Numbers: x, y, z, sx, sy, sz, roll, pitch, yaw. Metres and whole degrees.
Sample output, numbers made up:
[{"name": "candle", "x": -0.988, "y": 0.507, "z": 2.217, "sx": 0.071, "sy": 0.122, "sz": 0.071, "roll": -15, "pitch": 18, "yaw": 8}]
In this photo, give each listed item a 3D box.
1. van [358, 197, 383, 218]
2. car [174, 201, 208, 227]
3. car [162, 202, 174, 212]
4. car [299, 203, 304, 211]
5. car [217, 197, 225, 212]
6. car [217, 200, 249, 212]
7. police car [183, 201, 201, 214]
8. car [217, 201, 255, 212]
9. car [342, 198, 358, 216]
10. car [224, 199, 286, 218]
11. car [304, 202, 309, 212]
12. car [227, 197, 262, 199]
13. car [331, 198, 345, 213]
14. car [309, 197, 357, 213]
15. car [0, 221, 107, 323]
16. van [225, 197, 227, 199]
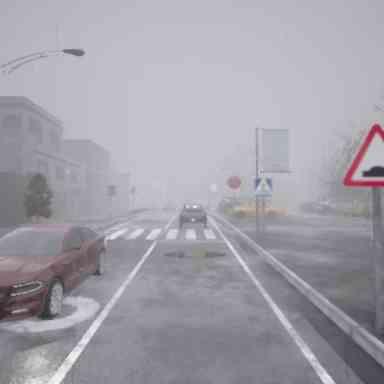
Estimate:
[{"name": "van", "x": 18.406, "y": 1.428, "z": 31.036, "sx": 4.442, "sy": 1.987, "sz": 1.878, "roll": 0, "pitch": -1, "yaw": -1}, {"name": "car", "x": 0.066, "y": 1.560, "z": 23.319, "sx": 2.128, "sy": 1.511, "sz": 4.902, "roll": 0, "pitch": 0, "yaw": 0}, {"name": "car", "x": -3.452, "y": 2.278, "z": 50.950, "sx": 1.837, "sy": 1.490, "sz": 4.892, "roll": 0, "pitch": -3, "yaw": 0}, {"name": "car", "x": 18.323, "y": 1.830, "z": 47.668, "sx": 5.566, "sy": 2.045, "sz": 2.435, "roll": 0, "pitch": -2, "yaw": -1}, {"name": "car", "x": 6.163, "y": 1.701, "z": 43.722, "sx": 5.566, "sy": 2.045, "sz": 2.435, "roll": 0, "pitch": -2, "yaw": -1}, {"name": "car", "x": 6.086, "y": 2.018, "z": 49.668, "sx": 4.553, "sy": 1.767, "sz": 2.185, "roll": 0, "pitch": -2, "yaw": -1}, {"name": "police car", "x": 0.001, "y": 1.947, "z": 41.936, "sx": 2.038, "sy": 1.542, "sz": 4.974, "roll": 0, "pitch": -2, "yaw": 0}, {"name": "car", "x": 6.100, "y": 2.045, "z": 46.630, "sx": 5.008, "sy": 1.535, "sz": 2.097, "roll": 0, "pitch": -2, "yaw": -1}, {"name": "car", "x": 18.683, "y": 1.705, "z": 33.828, "sx": 5.366, "sy": 1.575, "sz": 1.946, "roll": 0, "pitch": -1, "yaw": 0}, {"name": "car", "x": 6.065, "y": 1.658, "z": 31.571, "sx": 5.366, "sy": 1.575, "sz": 1.946, "roll": 0, "pitch": -1, "yaw": -1}, {"name": "car", "x": 18.381, "y": 1.996, "z": 44.992, "sx": 4.892, "sy": 1.521, "sz": 2.231, "roll": 0, "pitch": -2, "yaw": -1}, {"name": "car", "x": 6.255, "y": 1.592, "z": 34.492, "sx": 4.553, "sy": 1.767, "sz": 2.185, "roll": 0, "pitch": -1, "yaw": -1}, {"name": "car", "x": 18.660, "y": 1.762, "z": 36.489, "sx": 5.366, "sy": 1.575, "sz": 1.946, "roll": 0, "pitch": -1, "yaw": -1}, {"name": "car", "x": 18.396, "y": 1.658, "z": 42.209, "sx": 5.566, "sy": 2.045, "sz": 2.435, "roll": 0, "pitch": -2, "yaw": -1}, {"name": "car", "x": -3.356, "y": 1.493, "z": 7.575, "sx": 1.882, "sy": 1.535, "sz": 5.008, "roll": 0, "pitch": 0, "yaw": 0}, {"name": "van", "x": 6.313, "y": 1.563, "z": 37.532, "sx": 4.442, "sy": 1.987, "sz": 1.878, "roll": 0, "pitch": -1, "yaw": -1}]
